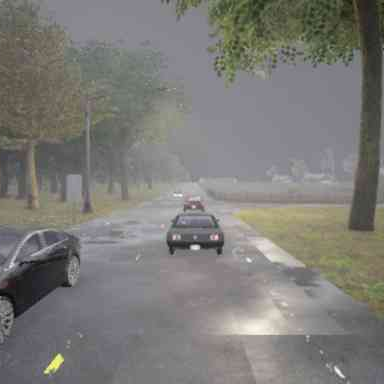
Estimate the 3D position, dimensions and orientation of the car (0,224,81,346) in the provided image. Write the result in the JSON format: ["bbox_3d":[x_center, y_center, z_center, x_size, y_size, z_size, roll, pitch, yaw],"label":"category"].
[{"bbox_3d":[-3.585,1.423,6.158,2.128,1.511,4.902,0,1,0],"label":"car"}]

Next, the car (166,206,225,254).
[{"bbox_3d":[0.121,1.438,12.760,1.895,1.301,4.718,0,1,0],"label":"car"}]

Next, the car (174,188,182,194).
[{"bbox_3d":[-3.322,-0.244,78.559,2.128,1.511,4.902,0,2,0],"label":"car"}]

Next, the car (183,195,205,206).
[{"bbox_3d":[0.163,1.038,30.464,1.812,1.442,4.674,0,1,0],"label":"car"}]
